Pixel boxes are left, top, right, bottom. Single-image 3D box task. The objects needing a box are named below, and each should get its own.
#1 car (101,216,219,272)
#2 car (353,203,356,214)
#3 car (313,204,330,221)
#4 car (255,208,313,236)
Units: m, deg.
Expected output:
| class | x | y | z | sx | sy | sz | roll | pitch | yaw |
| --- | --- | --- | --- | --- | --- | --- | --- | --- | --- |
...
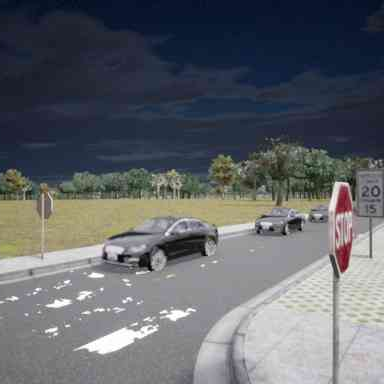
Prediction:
| class | x | y | z | sx | sy | sz | roll | pitch | yaw |
| --- | --- | --- | --- | --- | --- | --- | --- | --- | --- |
| car | -0.867 | 1.615 | 11.491 | 2.128 | 1.511 | 4.902 | 0 | -1 | 35 |
| car | 20.797 | 2.139 | 41.924 | 2.033 | 1.411 | 5.357 | 0 | -1 | 35 |
| car | 11.668 | 1.859 | 29.183 | 2.128 | 1.511 | 4.902 | 0 | -1 | 35 |
| car | 5.520 | 1.742 | 20.513 | 2.128 | 1.511 | 4.902 | 0 | -1 | 35 |
